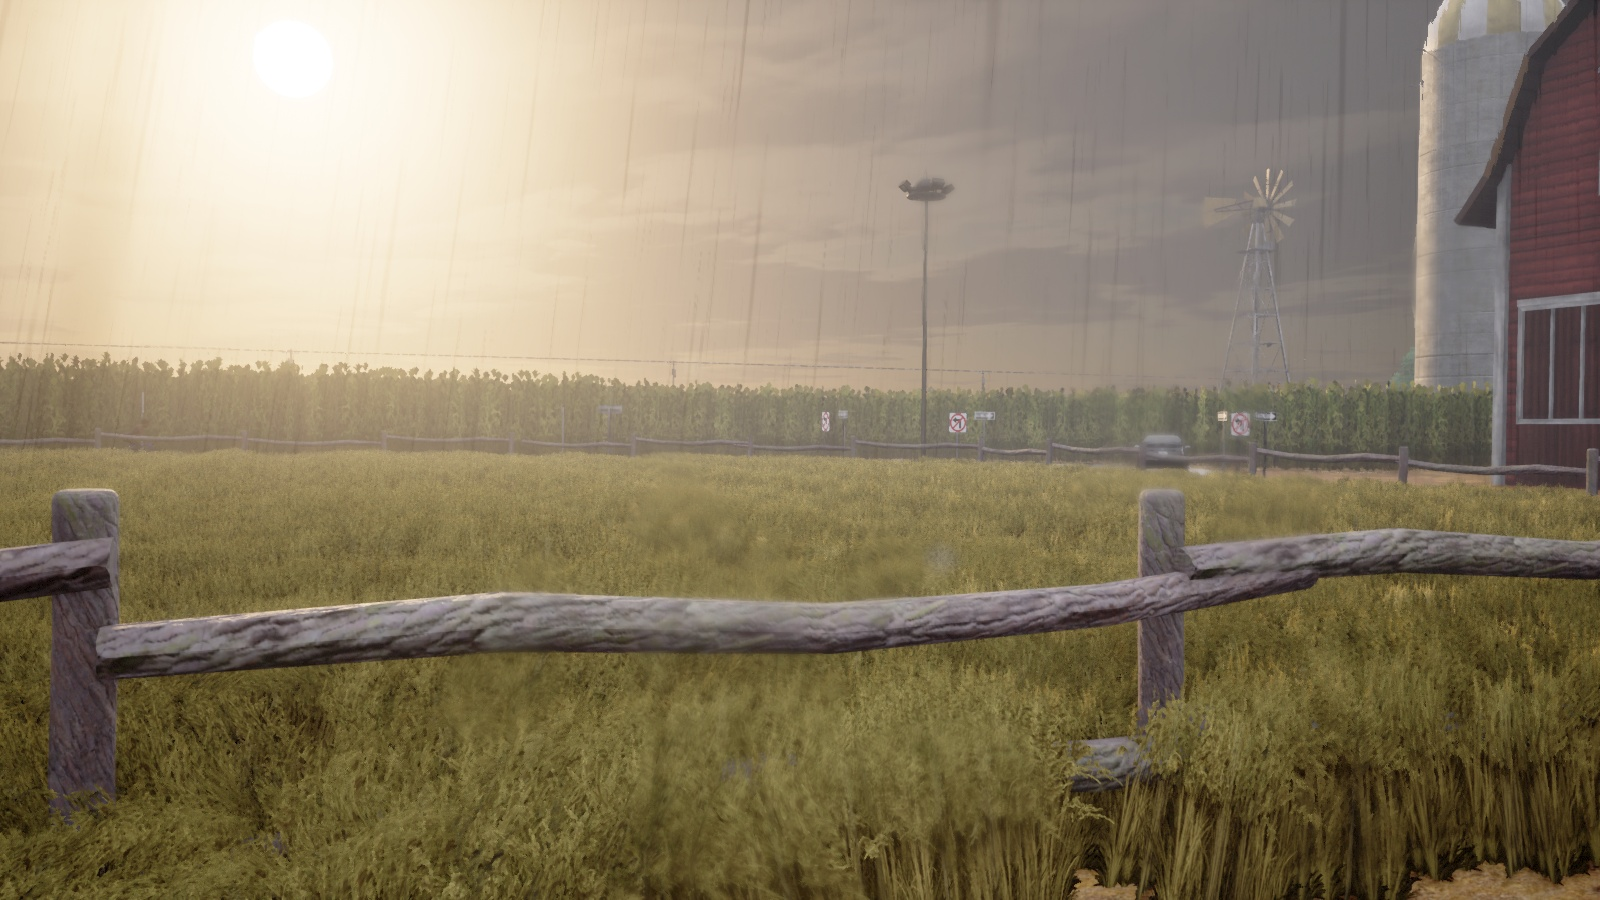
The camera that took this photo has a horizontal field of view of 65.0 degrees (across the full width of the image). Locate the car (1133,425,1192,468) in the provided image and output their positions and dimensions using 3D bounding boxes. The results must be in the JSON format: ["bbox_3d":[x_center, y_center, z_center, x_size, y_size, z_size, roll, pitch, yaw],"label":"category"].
[{"bbox_3d":[13.402,-0.155,46.410,2.007,1.525,4.514,0,1,16],"label":"car"}]
